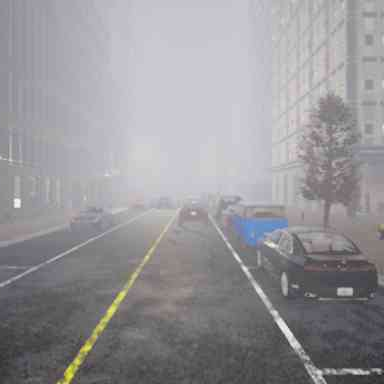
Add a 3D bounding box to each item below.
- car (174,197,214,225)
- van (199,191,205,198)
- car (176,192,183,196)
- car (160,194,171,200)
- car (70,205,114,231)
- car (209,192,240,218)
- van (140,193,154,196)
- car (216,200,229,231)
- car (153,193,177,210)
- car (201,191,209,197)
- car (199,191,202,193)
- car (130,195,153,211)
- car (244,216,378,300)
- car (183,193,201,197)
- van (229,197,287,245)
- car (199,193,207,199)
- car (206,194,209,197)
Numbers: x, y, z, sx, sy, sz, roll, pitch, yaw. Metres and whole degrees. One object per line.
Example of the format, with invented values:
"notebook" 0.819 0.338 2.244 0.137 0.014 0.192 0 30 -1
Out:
"car" 0.106 1.350 23.004 2.163 1.488 4.792 0 0 0
"van" 2.715 0.610 93.481 1.690 1.788 3.998 0 1 0
"car" -2.981 0.667 79.228 1.837 1.490 4.892 0 1 0
"car" -5.672 1.043 70.699 1.947 1.339 4.313 0 0 0
"car" -5.686 1.454 19.424 1.802 1.307 4.206 0 0 0
"car" 2.696 1.145 25.116 2.192 1.841 5.009 0 0 0
"van" -5.680 1.046 42.211 1.690 1.788 3.998 0 0 0
"car" 2.694 1.417 19.421 1.887 1.381 4.507 0 0 0
"car" -3.085 1.237 38.693 1.837 1.490 4.892 0 0 0
"car" 2.700 1.020 42.207 2.192 1.841 5.009 0 0 0
"car" 2.706 0.888 59.298 2.192 1.841 5.009 0 0 0
"car" -5.682 1.329 36.514 1.802 1.307 4.206 0 0 0
"car" 2.691 1.501 8.025 2.008 1.369 4.403 0 0 0
"car" 0.110 1.207 42.485 2.163 1.488 4.792 0 0 0
"van" 2.693 1.253 13.721 1.690 1.788 3.998 0 0 0
"car" 2.712 0.921 82.091 1.887 1.381 4.507 0 1 0
"car" 2.699 1.271 36.680 1.752 1.417 4.829 0 0 0
